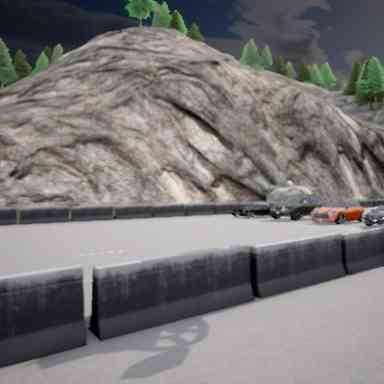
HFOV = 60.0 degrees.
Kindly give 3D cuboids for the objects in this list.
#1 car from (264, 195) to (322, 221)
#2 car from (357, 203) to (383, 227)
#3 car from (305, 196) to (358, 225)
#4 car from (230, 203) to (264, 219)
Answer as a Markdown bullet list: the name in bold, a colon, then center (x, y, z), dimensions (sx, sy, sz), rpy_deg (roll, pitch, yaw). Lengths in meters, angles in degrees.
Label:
- **car**: center (8.933, 1.258, 27.566), dimensions (5.566, 2.045, 2.150), rpy_deg (0, 0, -35)
- **car**: center (13.364, 1.543, 22.127), dimensions (4.892, 1.490, 1.837), rpy_deg (0, 0, -35)
- **car**: center (10.825, 1.388, 24.614), dimensions (4.553, 1.767, 2.097), rpy_deg (0, 0, -35)
- **car**: center (5.655, 1.634, 29.527), dimensions (4.718, 1.301, 1.895), rpy_deg (0, 0, -35)
